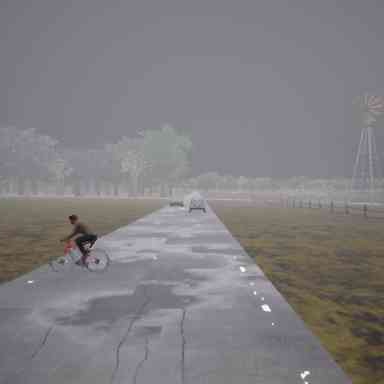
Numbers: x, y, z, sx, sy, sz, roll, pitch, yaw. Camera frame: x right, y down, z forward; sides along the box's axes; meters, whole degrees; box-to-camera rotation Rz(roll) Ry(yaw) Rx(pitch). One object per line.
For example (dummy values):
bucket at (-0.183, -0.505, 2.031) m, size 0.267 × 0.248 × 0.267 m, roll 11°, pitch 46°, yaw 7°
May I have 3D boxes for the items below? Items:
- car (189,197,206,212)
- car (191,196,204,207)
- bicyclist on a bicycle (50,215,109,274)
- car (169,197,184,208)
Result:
car at (0.616, 1.516, 38.029) m, size 2.033 × 1.411 × 5.357 m, roll 0°, pitch 0°, yaw 1°
car at (0.789, 1.424, 50.167) m, size 1.882 × 1.535 × 5.008 m, roll 0°, pitch 0°, yaw 1°
bicyclist on a bicycle at (-3.092, 1.449, 9.133) m, size 1.656 × 1.620 × 0.582 m, roll -1°, pitch 0°, yaw 1°
car at (-2.184, 1.427, 48.263) m, size 1.882 × 1.535 × 5.008 m, roll 0°, pitch 0°, yaw 1°
